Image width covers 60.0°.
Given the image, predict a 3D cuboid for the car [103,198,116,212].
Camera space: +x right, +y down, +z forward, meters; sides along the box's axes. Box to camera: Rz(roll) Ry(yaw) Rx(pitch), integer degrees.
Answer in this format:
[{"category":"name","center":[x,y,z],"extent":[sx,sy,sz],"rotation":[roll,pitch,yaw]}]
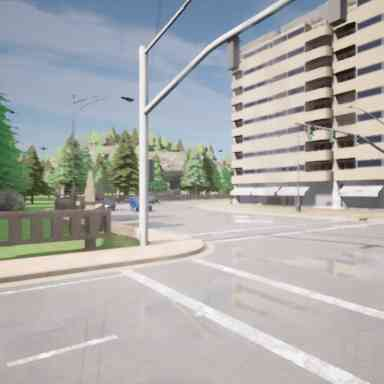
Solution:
[{"category":"car","center":[-9.797,1.422,37.943],"extent":[2.128,1.511,4.902],"rotation":[0,0,-16]}]

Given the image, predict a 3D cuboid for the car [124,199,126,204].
[{"category":"car","center":[-10.611,1.397,60.444],"extent":[1.882,1.535,5.008],"rotation":[0,0,13]}]

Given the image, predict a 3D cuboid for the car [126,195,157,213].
[{"category":"car","center":[-5.572,1.406,36.232],"extent":[1.882,1.535,5.008],"rotation":[0,0,-19]}]
